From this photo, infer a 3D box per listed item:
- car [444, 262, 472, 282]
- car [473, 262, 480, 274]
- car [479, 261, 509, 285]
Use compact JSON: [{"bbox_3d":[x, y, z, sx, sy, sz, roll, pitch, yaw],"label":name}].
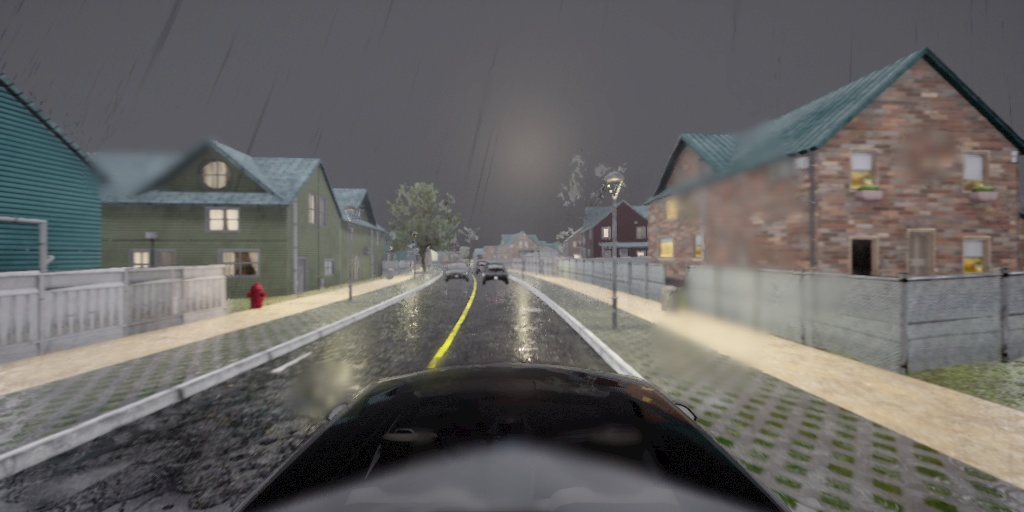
[{"bbox_3d":[-4.357,1.275,29.092,1.837,1.490,4.892,0,-1,-6],"label":"car"},{"bbox_3d":[-3.529,1.370,43.041,1.837,1.490,4.892,0,0,-9],"label":"car"},{"bbox_3d":[-1.304,1.255,26.575,1.837,1.490,4.892,0,0,-6],"label":"car"}]
